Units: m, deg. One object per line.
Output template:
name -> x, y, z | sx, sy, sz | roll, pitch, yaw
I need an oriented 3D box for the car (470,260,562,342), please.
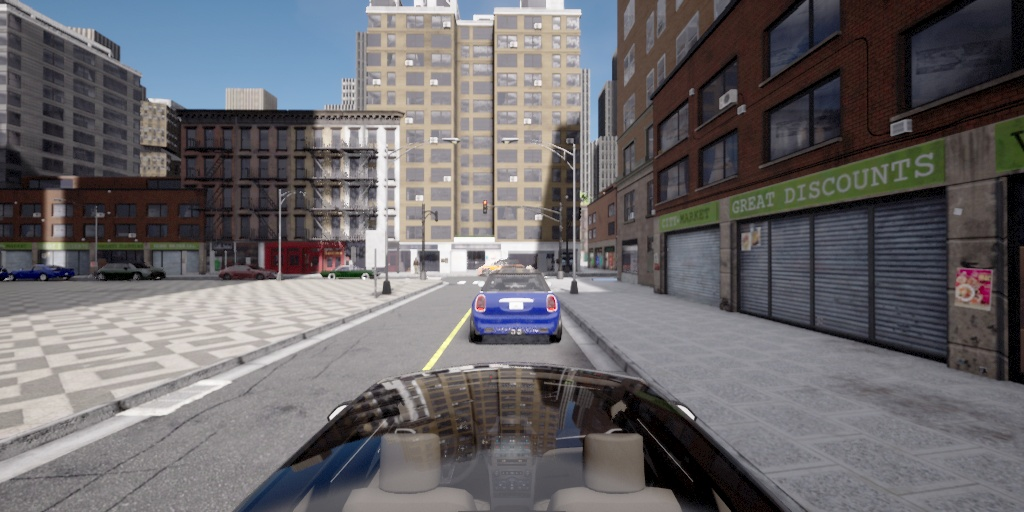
car -> 0.085, 1.116, 9.984 | 2.097, 1.767, 4.553 | 0, 0, 0

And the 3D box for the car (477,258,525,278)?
car -> -1.075, 1.155, 35.352 | 4.553, 1.767, 2.097 | -1, 0, -1

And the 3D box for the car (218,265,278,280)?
car -> -23.342, 1.488, 31.831 | 4.674, 1.442, 1.812 | 0, 0, -1

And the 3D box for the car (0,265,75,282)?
car -> -45.534, 1.591, 34.633 | 5.008, 1.535, 1.882 | 0, 0, -1

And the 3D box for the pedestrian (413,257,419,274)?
pedestrian -> -10.249, 1.036, 38.250 | 0.375, 1.860, 0.375 | 0, 0, -1

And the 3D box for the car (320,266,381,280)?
car -> -14.272, 1.497, 31.950 | 4.718, 1.301, 1.895 | 0, 0, -1

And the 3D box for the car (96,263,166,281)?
car -> -33.520, 1.380, 31.668 | 4.553, 1.767, 2.097 | 0, 0, -1

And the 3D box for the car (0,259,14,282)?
car -> -48.079, 1.338, 31.523 | 5.566, 2.045, 2.150 | -1, 0, 0
